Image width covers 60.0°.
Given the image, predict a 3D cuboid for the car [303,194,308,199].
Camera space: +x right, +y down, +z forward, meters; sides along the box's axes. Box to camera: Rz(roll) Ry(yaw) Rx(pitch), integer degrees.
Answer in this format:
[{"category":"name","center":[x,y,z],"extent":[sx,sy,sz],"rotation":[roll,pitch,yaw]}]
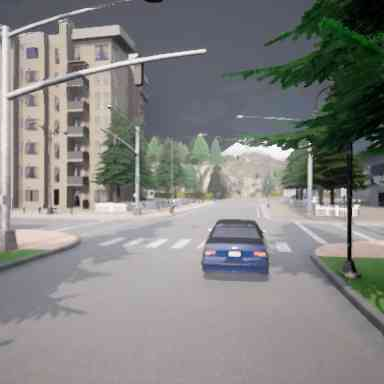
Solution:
[{"category":"car","center":[29.497,1.504,87.255],"extent":[1.845,1.501,3.633],"rotation":[0,0,11]}]

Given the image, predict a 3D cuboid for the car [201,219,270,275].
[{"category":"car","center":[1.402,1.555,10.562],"extent":[2.033,1.411,5.357],"rotation":[0,0,8]}]
